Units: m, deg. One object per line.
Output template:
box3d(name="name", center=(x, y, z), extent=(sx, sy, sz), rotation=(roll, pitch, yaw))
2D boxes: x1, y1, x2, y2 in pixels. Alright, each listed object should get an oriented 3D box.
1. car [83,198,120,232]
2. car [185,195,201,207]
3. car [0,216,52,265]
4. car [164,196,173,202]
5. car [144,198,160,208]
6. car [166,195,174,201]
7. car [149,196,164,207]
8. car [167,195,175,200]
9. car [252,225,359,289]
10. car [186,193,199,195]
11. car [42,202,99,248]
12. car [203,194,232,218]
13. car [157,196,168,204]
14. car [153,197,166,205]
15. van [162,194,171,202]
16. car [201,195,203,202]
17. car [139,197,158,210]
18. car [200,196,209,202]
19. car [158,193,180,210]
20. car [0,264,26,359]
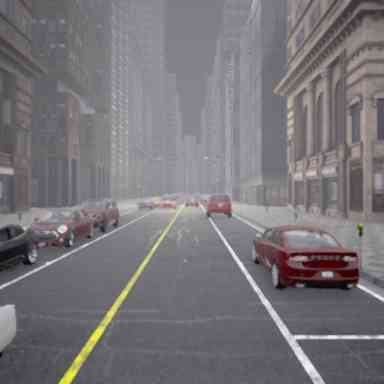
box3d(name="car", center=(-5.753, 1.325, 20.224), extent=(2.192, 1.841, 5.009), rotation=(0, 0, 0))
box3d(name="car", center=(0.016, 1.591, 50.352), extent=(1.994, 1.385, 4.181), rotation=(0, 0, 0))
box3d(name="car", center=(-5.757, 1.571, 9.020), extent=(1.947, 1.339, 4.313), rotation=(0, 0, 0))
box3d(name="car", center=(-5.739, 1.630, 81.843), extent=(1.802, 1.307, 4.206), rotation=(0, 0, 0))
box3d(name="car", center=(-5.747, 1.552, 48.063), extent=(1.752, 1.417, 4.829), rotation=(0, 0, 0))
box3d(name="car", center=(-5.737, 1.492, 87.446), extent=(1.967, 1.590, 4.097), rotation=(0, 0, 0))
box3d(name="car", center=(-5.745, 1.470, 53.834), extent=(1.967, 1.590, 4.097), rotation=(0, 0, 0))
box3d(name="car", center=(-5.736, 1.621, 93.047), extent=(1.947, 1.339, 4.313), rotation=(0, 0, 0))
box3d(name="car", center=(2.768, 1.549, 9.024), extent=(1.887, 1.381, 4.507), rotation=(0, 0, 0))
box3d(name="car", center=(0.019, 1.450, 71.079), extent=(1.895, 1.301, 4.718), rotation=(0, 0, 0))
box3d(name="car", center=(-5.755, 1.448, 14.622), extent=(1.967, 1.590, 4.097), rotation=(0, 0, 0))
box3d(name="car", center=(2.402, 1.243, 30.744), extent=(2.150, 2.045, 5.566), rotation=(0, 0, 0))
box3d(name="car", center=(-5.743, 1.582, 65.039), extent=(1.887, 1.381, 4.507), rotation=(0, 0, 0))
box3d(name="car", center=(-5.744, 1.578, 59.436), extent=(1.887, 1.381, 4.507), rotation=(0, 0, 0))
box3d(name="van", center=(-5.739, 1.385, 76.242), extent=(1.690, 1.788, 3.998), rotation=(0, 0, 0))
box3d(name="car", center=(2.780, 1.574, 53.841), extent=(1.887, 1.381, 4.507), rotation=(0, 0, 0))
box3d(name="car", center=(-5.749, 1.605, 42.631), extent=(1.802, 1.307, 4.206), rotation=(0, 0, 0))
box3d(name="car", center=(2.785, 1.588, 76.250), extent=(1.887, 1.381, 4.507), rotation=(0, 0, 0))
box3d(name="car", center=(-3.075, 1.374, 43.562), extent=(2.097, 1.767, 4.553), rotation=(0, 0, 0))
box3d(name="car", center=(-3.100, 1.602, 1.894), extent=(1.895, 1.301, 4.718), rotation=(0, 0, 0))
